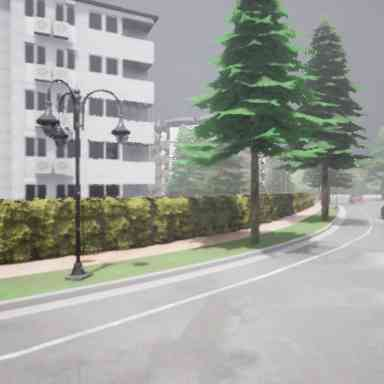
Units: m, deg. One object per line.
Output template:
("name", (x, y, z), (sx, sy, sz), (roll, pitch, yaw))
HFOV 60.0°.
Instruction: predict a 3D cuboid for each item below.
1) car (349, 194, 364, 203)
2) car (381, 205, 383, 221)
("car", (31.685, 1.167, 64.098), (2.097, 1.767, 4.553), (0, 0, 18))
("car", (15.906, 1.478, 25.910), (1.994, 1.385, 4.181), (0, 0, 26))
